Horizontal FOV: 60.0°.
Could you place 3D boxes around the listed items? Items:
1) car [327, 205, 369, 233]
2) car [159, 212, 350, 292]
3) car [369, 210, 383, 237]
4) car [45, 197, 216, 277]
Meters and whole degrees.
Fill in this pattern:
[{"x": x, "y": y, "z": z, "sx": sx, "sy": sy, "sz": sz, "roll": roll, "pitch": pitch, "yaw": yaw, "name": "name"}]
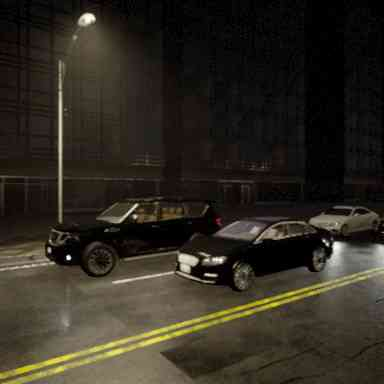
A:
[{"x": 7.981, "y": 1.447, "z": 17.289, "sx": 4.674, "sy": 1.442, "sz": 1.812, "roll": -1, "pitch": 0, "yaw": -35, "name": "car"}, {"x": 1.841, "y": 1.459, "z": 8.970, "sx": 4.902, "sy": 1.511, "sz": 2.128, "roll": 0, "pitch": 0, "yaw": -36, "name": "car"}, {"x": 10.399, "y": 1.409, "z": 14.968, "sx": 4.902, "sy": 1.511, "sz": 2.128, "roll": 0, "pitch": 0, "yaw": -35, "name": "car"}, {"x": -1.570, "y": 1.199, "z": 10.532, "sx": 5.566, "sy": 2.045, "sz": 2.150, "roll": 0, "pitch": 0, "yaw": -35, "name": "car"}]
